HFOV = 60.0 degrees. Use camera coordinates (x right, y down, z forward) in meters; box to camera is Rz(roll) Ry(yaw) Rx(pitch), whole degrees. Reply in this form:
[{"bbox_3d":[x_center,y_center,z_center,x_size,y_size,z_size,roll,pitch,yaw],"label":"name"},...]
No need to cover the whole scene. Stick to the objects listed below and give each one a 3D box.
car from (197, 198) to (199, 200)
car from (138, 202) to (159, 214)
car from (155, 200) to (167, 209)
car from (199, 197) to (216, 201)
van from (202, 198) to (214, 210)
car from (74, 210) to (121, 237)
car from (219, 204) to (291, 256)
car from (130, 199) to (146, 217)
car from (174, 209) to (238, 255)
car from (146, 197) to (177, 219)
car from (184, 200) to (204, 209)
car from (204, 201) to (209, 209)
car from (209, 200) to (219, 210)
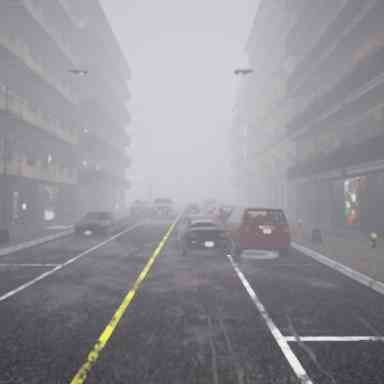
[{"bbox_3d":[0.053,2.126,54.914,1.994,1.385,4.181,0,-1,0],"label":"car"},{"bbox_3d":[-5.334,1.951,41.335,1.887,1.381,4.507,1,-1,0],"label":"car"},{"bbox_3d":[-5.350,2.180,57.927,1.802,1.307,4.206,1,-1,0],"label":"car"},{"bbox_3d":[2.513,1.783,46.821,2.192,1.841,5.009,1,-1,0],"label":"car"},{"bbox_3d":[2.507,1.873,52.352,1.690,1.788,3.998,1,-1,0],"label":"van"},{"bbox_3d":[-5.314,1.742,19.215,1.947,1.339,4.313,1,-1,0],"label":"car"},{"bbox_3d":[2.543,1.439,13.633,2.192,1.841,5.009,1,-1,0],"label":"car"},{"bbox_3d":[-5.323,1.661,35.806,2.192,1.841,5.009,1,-1,0],"label":"car"},{"bbox_3d":[0.384,1.650,13.757,1.812,1.442,4.674,0,-1,-5],"label":"car"},{"bbox_3d":[-2.875,1.537,33.049,2.150,2.045,5.566,0,-1,0],"label":"car"},{"bbox_3d":[0.068,1.885,37.122,1.812,1.442,4.674,0,-1,0],"label":"car"},{"bbox_3d":[2.517,1.927,35.756,1.802,1.307,4.206,1,-1,0],"label":"car"},{"bbox_3d":[2.530,1.671,24.695,1.967,1.590,4.097,1,-1,0],"label":"car"}]
